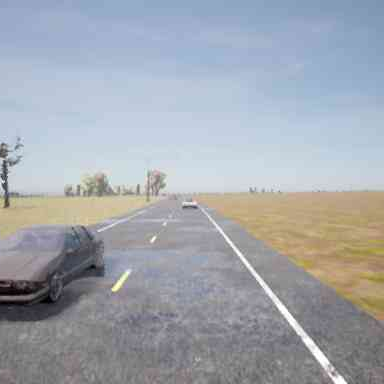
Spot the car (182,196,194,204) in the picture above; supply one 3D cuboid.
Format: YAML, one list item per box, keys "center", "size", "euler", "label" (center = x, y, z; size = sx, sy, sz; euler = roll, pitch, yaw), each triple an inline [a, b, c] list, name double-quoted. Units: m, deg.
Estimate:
- center: [-0.731, 1.475, 62.978]
  size: [2.128, 1.511, 4.902]
  euler: [0, 0, -1]
  label: "car"

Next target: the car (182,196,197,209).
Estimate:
- center: [-0.342, 1.576, 44.913]
  size: [1.895, 1.301, 4.718]
  euler: [0, 0, -1]
  label: "car"

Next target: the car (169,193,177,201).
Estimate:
- center: [-5.038, 1.238, 88.226]
  size: [2.150, 2.045, 5.566]
  euler: [0, 0, -2]
  label: "car"

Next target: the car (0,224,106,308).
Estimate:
- center: [-3.627, 1.543, 8.346]
  size: [2.033, 1.411, 5.357]
  euler: [0, 0, 0]
  label: "car"
